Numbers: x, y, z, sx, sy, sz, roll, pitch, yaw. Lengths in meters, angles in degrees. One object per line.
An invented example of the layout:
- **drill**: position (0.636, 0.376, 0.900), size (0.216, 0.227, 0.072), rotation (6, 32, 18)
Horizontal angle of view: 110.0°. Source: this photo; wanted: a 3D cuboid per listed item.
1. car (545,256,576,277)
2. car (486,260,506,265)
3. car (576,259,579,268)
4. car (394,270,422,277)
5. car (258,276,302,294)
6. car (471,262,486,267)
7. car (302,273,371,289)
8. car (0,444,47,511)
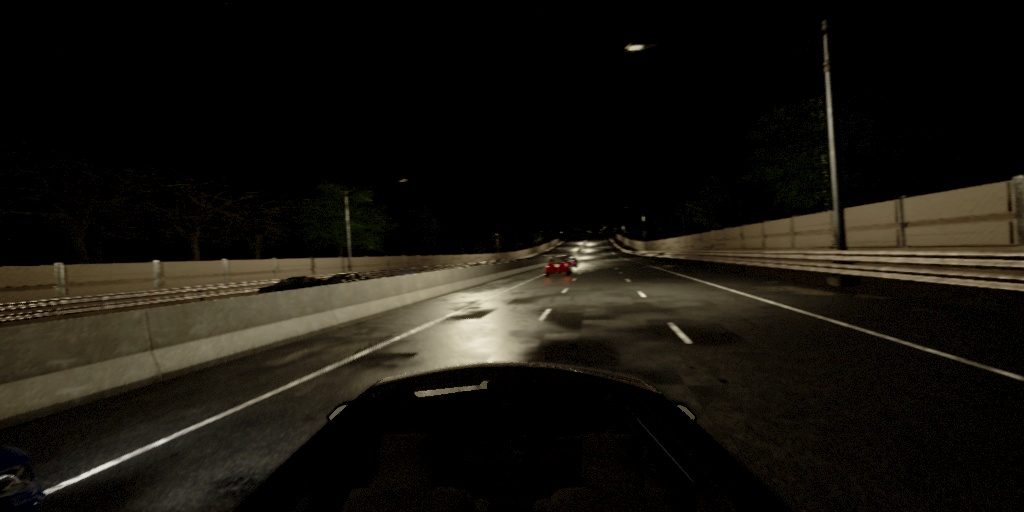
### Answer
- **car**: position (4.267, 0.824, 32.210), size (2.097, 1.767, 4.553), rotation (-4, 0, 14)
- **car**: position (-2.452, 1.502, 64.220), size (2.128, 1.511, 4.902), rotation (-4, 0, 14)
- **car**: position (7.401, 0.845, 45.225), size (2.033, 1.411, 5.357), rotation (-4, 0, 14)
- **car**: position (-7.856, 1.816, 27.293), size (1.994, 1.385, 4.181), rotation (-4, 0, 14)
- **car**: position (-15.471, 2.223, 25.610), size (1.882, 1.535, 5.008), rotation (-4, 0, 14)
- **car**: position (-5.841, 1.839, 65.002), size (1.895, 1.301, 4.718), rotation (-4, 0, 14)
- **car**: position (-11.928, 2.022, 25.387), size (1.837, 1.490, 4.892), rotation (-4, -1, 14)
- **car**: position (-4.543, 1.577, 0.601), size (1.812, 1.442, 4.674), rotation (-4, 0, 14)
